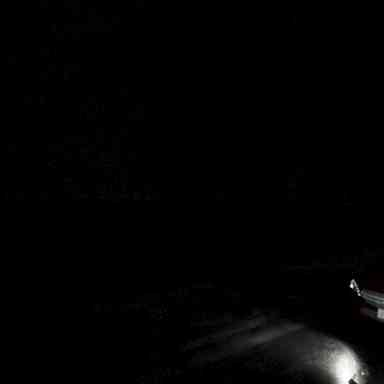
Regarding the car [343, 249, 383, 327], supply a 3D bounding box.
[{"bbox_3d":[4.731,1.525,6.138,4.674,1.442,1.812,0,0,-35],"label":"car"}]
